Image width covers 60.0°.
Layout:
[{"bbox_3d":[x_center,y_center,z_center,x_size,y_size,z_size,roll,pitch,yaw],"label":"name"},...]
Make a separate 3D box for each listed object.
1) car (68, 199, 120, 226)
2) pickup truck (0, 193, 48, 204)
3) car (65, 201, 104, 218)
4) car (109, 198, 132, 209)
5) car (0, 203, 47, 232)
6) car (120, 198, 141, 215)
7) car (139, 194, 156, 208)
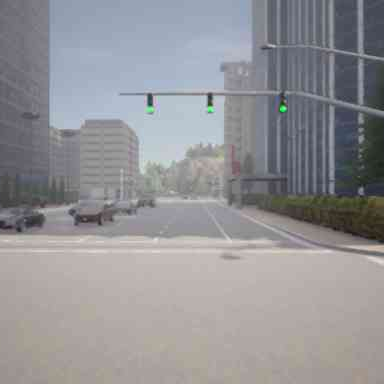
[{"bbox_3d":[-7.021,1.531,24.421,1.882,1.535,5.008,0,0,1],"label":"car"},{"bbox_3d":[-23.337,1.160,46.427,2.390,2.098,6.274,0,0,31],"label":"pickup truck"},{"bbox_3d":[-10.441,1.619,32.872,2.033,1.411,5.357,0,0,1],"label":"car"},{"bbox_3d":[-10.253,1.651,48.044,2.033,1.411,5.357,0,0,1],"label":"car"},{"bbox_3d":[-10.560,1.608,20.131,1.994,1.385,4.181,0,0,1],"label":"car"},{"bbox_3d":[-6.924,1.600,34.505,1.812,1.442,4.674,0,0,1],"label":"car"},{"bbox_3d":[-6.717,1.332,50.143,2.150,2.045,5.566,0,0,1],"label":"car"}]
